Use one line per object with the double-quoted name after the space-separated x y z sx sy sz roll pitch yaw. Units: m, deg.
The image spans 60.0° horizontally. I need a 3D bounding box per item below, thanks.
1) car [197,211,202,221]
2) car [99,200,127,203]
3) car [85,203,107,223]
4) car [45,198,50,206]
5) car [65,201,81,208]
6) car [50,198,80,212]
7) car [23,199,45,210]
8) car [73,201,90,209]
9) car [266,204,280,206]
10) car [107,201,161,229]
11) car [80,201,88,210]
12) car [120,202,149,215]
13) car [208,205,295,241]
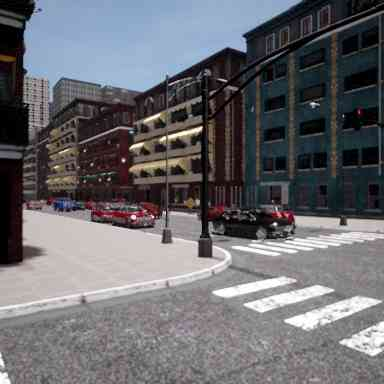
2.148 1.868 28.687 1.802 1.307 4.206 -1 0 -35 "car"
-7.315 1.871 32.762 2.128 1.511 4.902 0 -1 -35 "car"
-7.481 1.915 28.685 1.802 1.307 4.206 -1 0 -35 "car"
-32.906 2.349 78.655 2.192 1.841 5.009 -1 0 -35 "car"
-23.344 2.398 65.026 1.947 1.339 4.313 -1 0 -35 "car"
-19.072 1.877 49.696 2.150 2.045 5.566 0 -1 -35 "car"
-26.599 2.183 55.942 1.967 1.590 4.097 -1 0 -35 "car"
-20.158 2.346 60.483 1.802 1.307 4.206 -1 0 -35 "car"
5.336 1.658 24.147 1.967 1.590 4.097 -1 0 -35 "car"
-4.297 1.705 24.142 1.967 1.590 4.097 -1 0 -35 "car"
-19.276 2.260 54.930 1.994 1.385 4.181 0 -1 -35 "car"
-7.413 2.058 42.312 1.947 1.339 4.313 -1 0 -35 "car"
3.192 1.661 17.951 1.837 1.490 4.892 0 -1 -38 "car"
